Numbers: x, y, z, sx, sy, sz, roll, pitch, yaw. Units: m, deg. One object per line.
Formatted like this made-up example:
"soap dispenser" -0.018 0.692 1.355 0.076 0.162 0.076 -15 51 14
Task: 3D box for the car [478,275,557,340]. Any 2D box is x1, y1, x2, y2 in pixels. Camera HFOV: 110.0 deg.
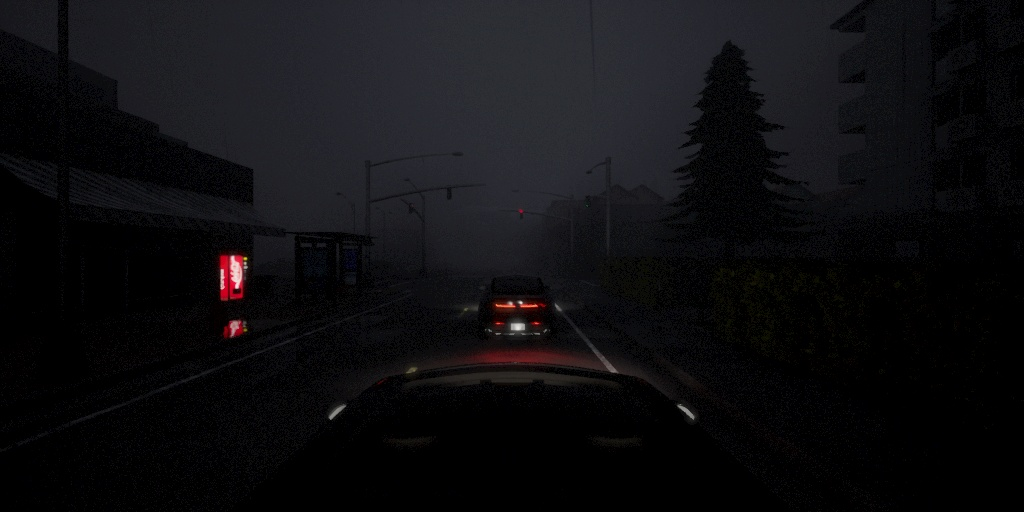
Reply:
"car" 0.118 1.255 10.022 1.837 1.490 4.892 0 0 0
